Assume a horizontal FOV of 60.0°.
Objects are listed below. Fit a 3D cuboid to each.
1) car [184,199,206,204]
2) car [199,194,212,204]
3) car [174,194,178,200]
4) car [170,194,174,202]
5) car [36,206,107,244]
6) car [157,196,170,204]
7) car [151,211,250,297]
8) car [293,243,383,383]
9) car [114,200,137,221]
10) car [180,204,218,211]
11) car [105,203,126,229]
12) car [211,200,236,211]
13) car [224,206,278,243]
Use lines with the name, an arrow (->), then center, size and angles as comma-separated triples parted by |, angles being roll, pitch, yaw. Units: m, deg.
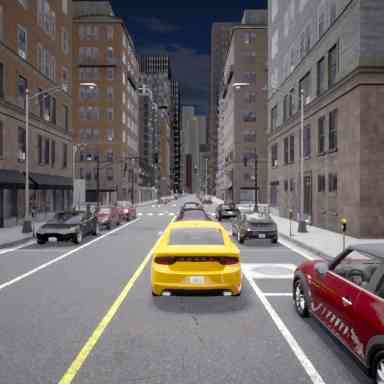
car -> -0.013, 1.529, 26.454 | 1.812, 1.442, 4.674 | 0, 0, 1
car -> 2.860, 1.485, 63.818 | 1.967, 1.590, 4.097 | 0, 0, 0
car -> -5.628, 1.639, 90.699 | 1.752, 1.417, 4.829 | 0, 0, 0
car -> -5.650, 1.617, 74.644 | 2.008, 1.369, 4.403 | 0, 0, 0
car -> -5.677, 1.567, 15.721 | 1.947, 1.339, 4.313 | 0, 0, 0
car -> -5.665, 1.627, 63.827 | 1.802, 1.307, 4.206 | 0, 0, 0
car -> 0.090, 1.478, 8.649 | 1.882, 1.535, 5.008 | 0, 0, 0
car -> 2.853, 1.440, 4.722 | 1.967, 1.590, 4.097 | 0, 0, 0
car -> -5.683, 1.444, 26.724 | 1.967, 1.590, 4.097 | 0, 0, 0
car -> 0.098, 1.566, 17.643 | 1.994, 1.385, 4.181 | 0, 0, -1
car -> -5.680, 1.584, 21.222 | 1.802, 1.307, 4.206 | 0, 0, 0
car -> 2.843, 1.570, 26.727 | 1.947, 1.339, 4.313 | 0, 0, 0
car -> 2.848, 1.552, 15.725 | 2.008, 1.369, 4.403 | 0, 0, 0
